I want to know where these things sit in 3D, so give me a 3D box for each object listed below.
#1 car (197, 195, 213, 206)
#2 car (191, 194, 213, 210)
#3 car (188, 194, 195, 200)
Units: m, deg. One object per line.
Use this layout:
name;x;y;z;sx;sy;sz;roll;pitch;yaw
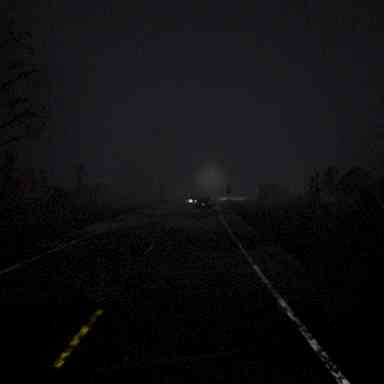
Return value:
car;1.906;1.216;47.411;1.994;1.385;4.181;0;0;5
car;1.327;1.292;37.416;1.994;1.385;4.181;0;0;4
car;0.429;1.038;68.952;1.994;1.385;4.181;0;1;6
